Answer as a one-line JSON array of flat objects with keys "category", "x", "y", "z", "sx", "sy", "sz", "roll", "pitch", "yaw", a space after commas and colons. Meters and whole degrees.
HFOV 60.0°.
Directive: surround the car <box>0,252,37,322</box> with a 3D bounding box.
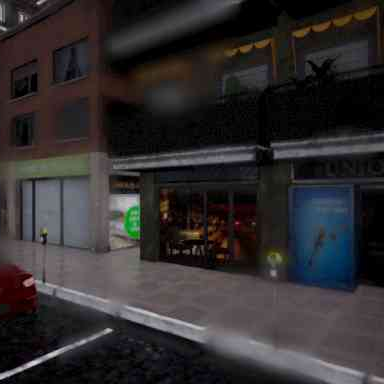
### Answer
[{"category": "car", "x": -4.475, "y": 1.580, "z": 6.076, "sx": 4.206, "sy": 1.307, "sz": 1.802, "roll": 0, "pitch": 0, "yaw": 36}]
